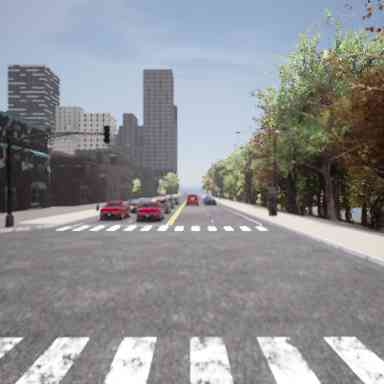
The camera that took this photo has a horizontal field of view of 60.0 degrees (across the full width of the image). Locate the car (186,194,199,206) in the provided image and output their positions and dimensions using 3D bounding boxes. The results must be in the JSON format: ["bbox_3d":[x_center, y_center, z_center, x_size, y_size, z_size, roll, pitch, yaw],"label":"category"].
[{"bbox_3d":[0.085,1.344,58.525,2.150,2.045,5.566,0,0,0],"label":"car"}]

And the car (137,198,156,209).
[{"bbox_3d":[-6.602,1.650,48.819,2.033,1.411,5.357,0,0,0],"label":"car"}]

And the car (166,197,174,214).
[{"bbox_3d":[-3.359,1.584,37.079,1.837,1.490,4.892,0,0,0],"label":"car"}]

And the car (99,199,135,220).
[{"bbox_3d":[-6.607,1.540,28.967,1.882,1.535,5.008,0,0,0],"label":"car"}]

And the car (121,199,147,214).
[{"bbox_3d":[-6.609,1.573,38.389,2.128,1.511,4.902,0,0,0],"label":"car"}]

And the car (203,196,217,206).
[{"bbox_3d":[3.340,1.688,59.215,1.994,1.385,4.181,0,0,0],"label":"car"}]

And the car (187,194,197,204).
[{"bbox_3d":[-0.014,1.367,69.061,2.150,2.045,5.566,0,0,0],"label":"car"}]

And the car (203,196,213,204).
[{"bbox_3d":[3.237,1.621,69.244,1.882,1.535,5.008,0,0,0],"label":"car"}]

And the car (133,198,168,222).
[{"bbox_3d":[-3.355,1.537,27.589,1.882,1.535,5.008,0,0,0],"label":"car"}]

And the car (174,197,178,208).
[{"bbox_3d":[-3.350,1.604,47.233,1.837,1.490,4.892,0,0,0],"label":"car"}]
